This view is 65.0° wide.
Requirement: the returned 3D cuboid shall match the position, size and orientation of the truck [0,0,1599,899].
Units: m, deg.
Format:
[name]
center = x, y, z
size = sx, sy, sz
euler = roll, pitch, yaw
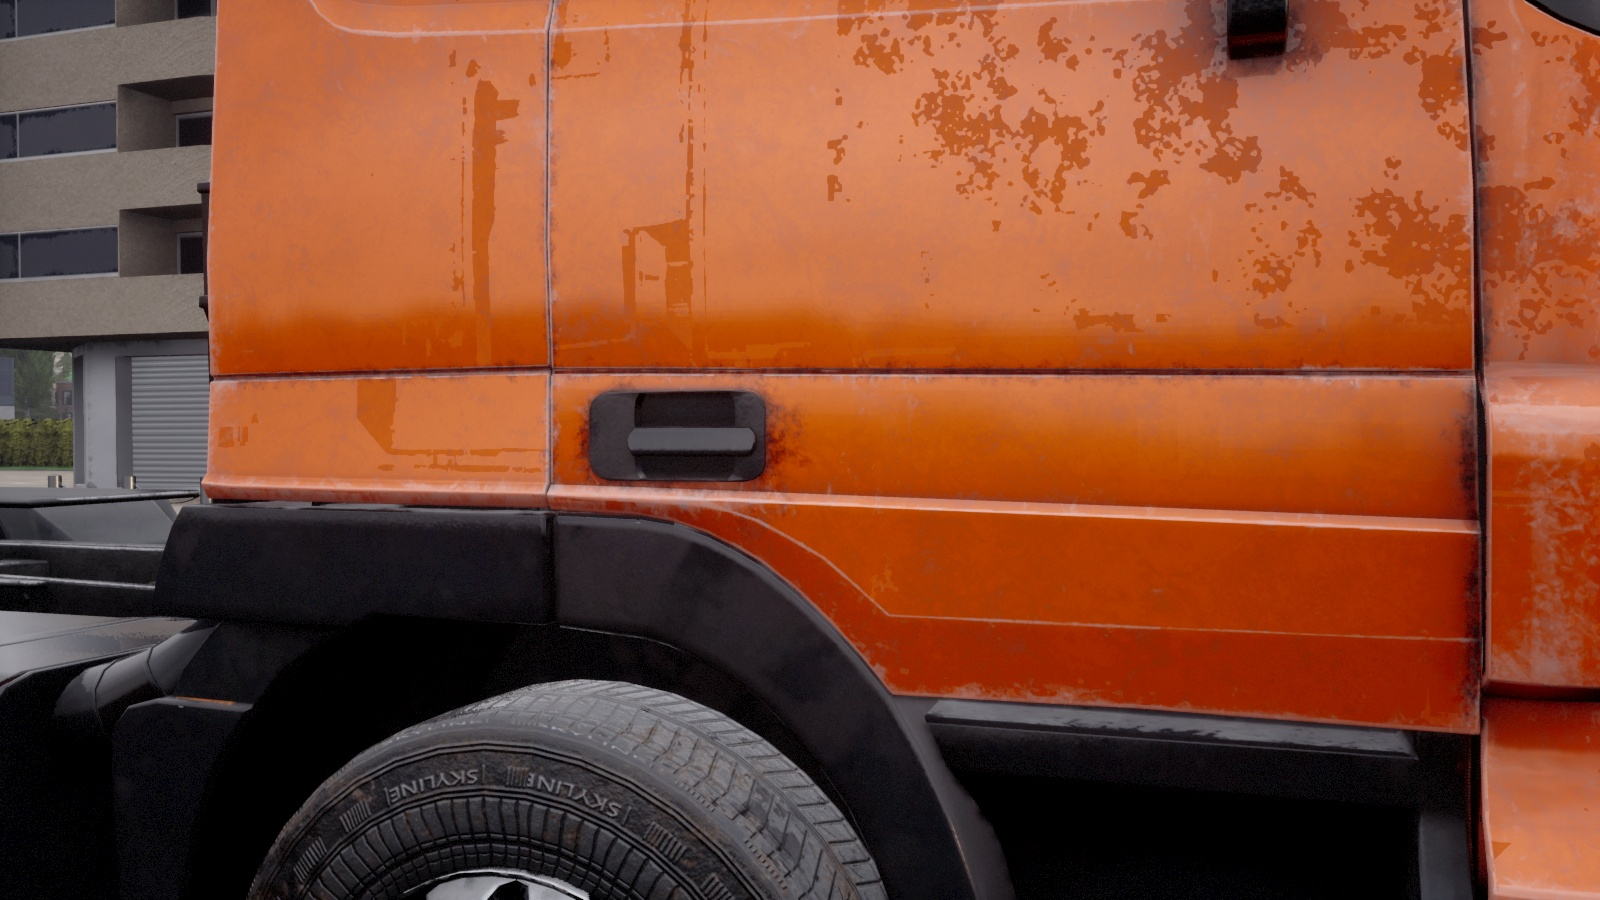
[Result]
[truck]
center = -2.190, -0.226, 3.922
size = 7.936, 3.462, 2.891
euler = 1, 1, 19
